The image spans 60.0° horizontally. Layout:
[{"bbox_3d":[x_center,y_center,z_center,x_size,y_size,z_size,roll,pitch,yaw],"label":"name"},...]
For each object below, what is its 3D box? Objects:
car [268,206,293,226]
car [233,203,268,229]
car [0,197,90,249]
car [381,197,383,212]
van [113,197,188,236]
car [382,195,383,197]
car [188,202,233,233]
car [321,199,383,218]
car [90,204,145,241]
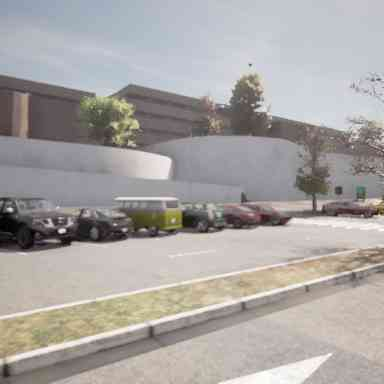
[{"bbox_3d":[4.684,1.543,23.577,4.792,1.488,2.163,-1,-1,34],"label":"car"},{"bbox_3d":[2.214,1.550,21.843,4.674,1.452,2.002,-1,-1,35],"label":"car"},{"bbox_3d":[-7.481,1.246,14.916,5.566,2.045,2.435,-1,-1,35],"label":"car"},{"bbox_3d":[19.173,1.529,34.141,5.366,1.575,1.946,-1,0,35],"label":"car"},{"bbox_3d":[-2.746,1.280,18.452,4.442,1.987,1.878,-1,-1,35],"label":"van"},{"bbox_3d":[24.247,1.273,37.518,5.566,2.045,2.435,-1,-1,35],"label":"car"},{"bbox_3d":[-0.193,1.381,20.100,4.553,1.767,2.185,-1,-1,34],"label":"car"},{"bbox_3d":[14.463,1.556,30.543,4.792,1.488,2.163,-1,-1,35],"label":"car"},{"bbox_3d":[-5.072,1.502,16.651,4.892,1.521,2.231,-1,-1,34],"label":"car"}]
